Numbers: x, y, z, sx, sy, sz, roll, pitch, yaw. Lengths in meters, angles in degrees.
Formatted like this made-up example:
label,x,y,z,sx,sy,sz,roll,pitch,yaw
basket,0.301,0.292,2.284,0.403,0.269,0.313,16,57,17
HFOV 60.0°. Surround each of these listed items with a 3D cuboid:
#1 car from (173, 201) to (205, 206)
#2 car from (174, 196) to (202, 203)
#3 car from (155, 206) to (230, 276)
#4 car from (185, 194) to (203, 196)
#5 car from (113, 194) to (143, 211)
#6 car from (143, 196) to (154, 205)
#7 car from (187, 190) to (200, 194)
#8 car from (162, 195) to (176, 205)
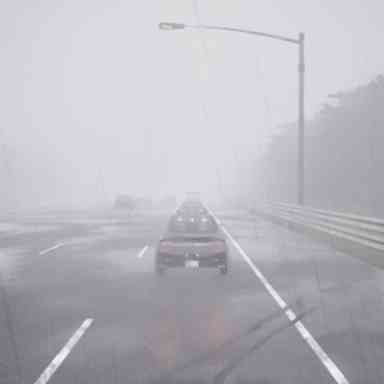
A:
label,x,y,z,sx,sy,sz,roll,pitch,yaw
car,0.007,1.403,18.480,1.895,1.301,4.718,0,1,0
car,0.010,1.291,24.779,2.033,1.411,5.357,0,0,0
car,0.004,1.384,9.918,2.128,1.511,4.902,0,1,0
car,0.059,1.230,33.362,1.994,1.385,4.181,0,1,1
car,-6.907,1.032,35.534,2.097,1.767,4.553,0,0,1
car,-6.652,1.196,47.828,1.895,1.301,4.718,0,0,2
car,0.244,0.795,44.851,2.150,2.045,5.566,0,1,2
car,-3.169,1.123,47.418,2.033,1.411,5.357,0,0,2
